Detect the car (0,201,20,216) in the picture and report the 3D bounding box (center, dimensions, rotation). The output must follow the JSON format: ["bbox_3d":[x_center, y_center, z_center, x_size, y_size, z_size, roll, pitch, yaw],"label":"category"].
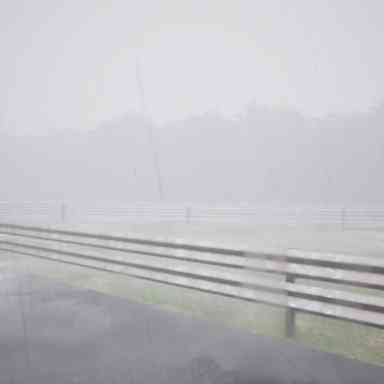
[{"bbox_3d":[-19.875,1.673,34.165,4.674,1.442,1.812,0,0,19],"label":"car"}]
